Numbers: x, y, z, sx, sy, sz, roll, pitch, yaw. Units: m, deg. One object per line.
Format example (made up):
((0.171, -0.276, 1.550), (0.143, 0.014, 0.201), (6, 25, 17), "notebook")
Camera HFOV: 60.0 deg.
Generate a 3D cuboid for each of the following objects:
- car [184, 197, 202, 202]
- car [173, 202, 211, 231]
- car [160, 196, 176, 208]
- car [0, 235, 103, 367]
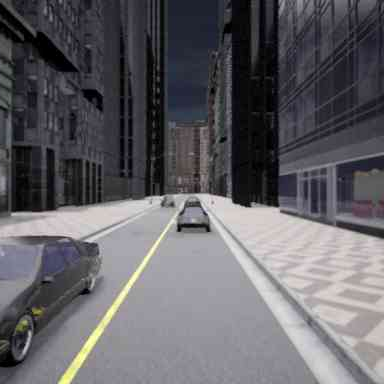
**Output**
((0.081, 1.369, 38.838), (1.837, 1.490, 4.892), (0, 1, 0), "car")
((0.089, 1.517, 20.337), (1.994, 1.385, 4.181), (0, 0, 0), "car")
((-3.101, 1.336, 43.791), (1.837, 1.490, 4.892), (0, 1, 0), "car")
((-3.096, 1.540, 6.012), (2.033, 1.411, 5.357), (0, 0, 0), "car")
